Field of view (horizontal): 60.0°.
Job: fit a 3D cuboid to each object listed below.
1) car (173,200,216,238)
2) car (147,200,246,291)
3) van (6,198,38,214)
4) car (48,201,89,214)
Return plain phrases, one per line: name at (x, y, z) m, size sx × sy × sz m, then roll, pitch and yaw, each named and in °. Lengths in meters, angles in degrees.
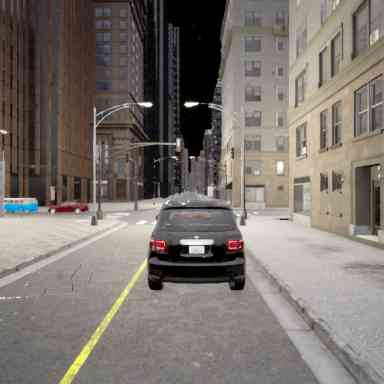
car at (0.126, 1.357, 18.636) m, size 2.097 × 1.767 × 4.553 m, roll 0°, pitch 0°, yaw 0°
car at (0.115, 1.223, 9.187) m, size 2.150 × 2.045 × 5.566 m, roll 0°, pitch 0°, yaw 0°
van at (-19.544, 1.588, 37.558) m, size 3.998 × 1.788 × 1.690 m, roll -1°, pitch 0°, yaw 0°
car at (-13.917, 1.724, 37.529) m, size 4.507 × 1.381 × 1.887 m, roll -1°, pitch 0°, yaw 0°
